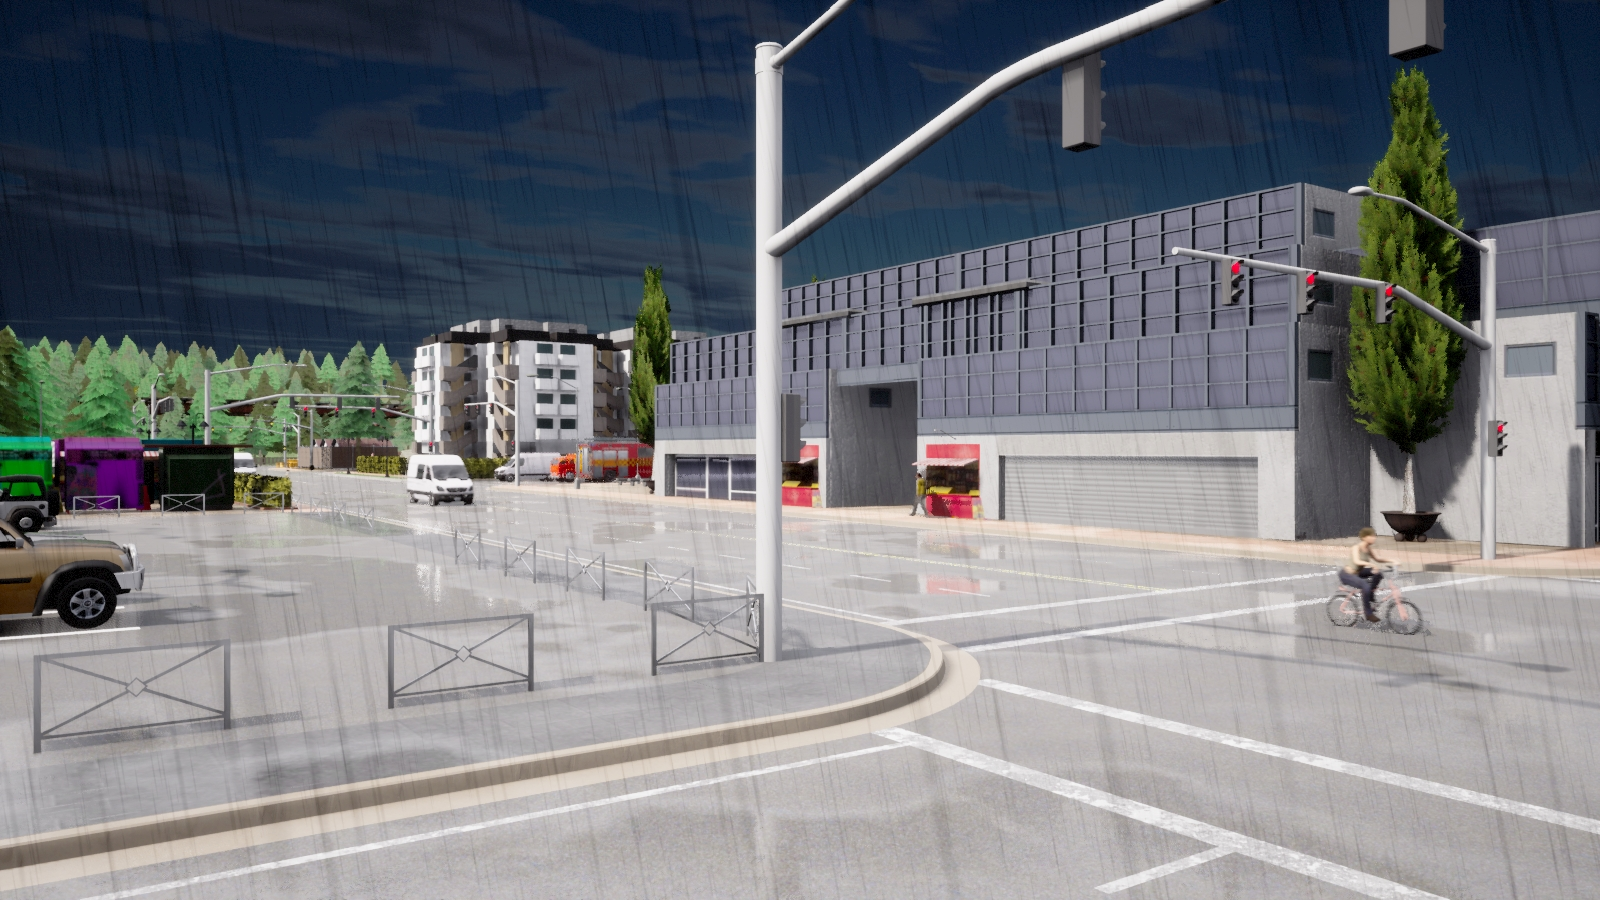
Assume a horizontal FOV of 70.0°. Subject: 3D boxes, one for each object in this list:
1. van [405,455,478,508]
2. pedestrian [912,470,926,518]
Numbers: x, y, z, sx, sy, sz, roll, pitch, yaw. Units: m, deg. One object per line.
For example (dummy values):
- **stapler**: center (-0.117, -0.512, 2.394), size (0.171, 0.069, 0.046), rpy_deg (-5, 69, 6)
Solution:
- **van**: center (-18.372, 1.534, 58.333), size (1.988, 2.561, 5.915), rpy_deg (0, 0, -33)
- **pedestrian**: center (4.613, 1.696, 44.303), size (0.375, 1.860, 0.375), rpy_deg (0, 0, -41)
